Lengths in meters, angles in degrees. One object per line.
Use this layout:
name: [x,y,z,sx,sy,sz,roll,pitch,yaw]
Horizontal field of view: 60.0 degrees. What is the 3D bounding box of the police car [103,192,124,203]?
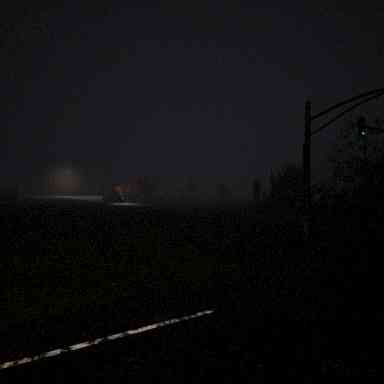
police car: [-11.733,0.821,49.841,2.038,1.542,4.974,1,0,-32]
